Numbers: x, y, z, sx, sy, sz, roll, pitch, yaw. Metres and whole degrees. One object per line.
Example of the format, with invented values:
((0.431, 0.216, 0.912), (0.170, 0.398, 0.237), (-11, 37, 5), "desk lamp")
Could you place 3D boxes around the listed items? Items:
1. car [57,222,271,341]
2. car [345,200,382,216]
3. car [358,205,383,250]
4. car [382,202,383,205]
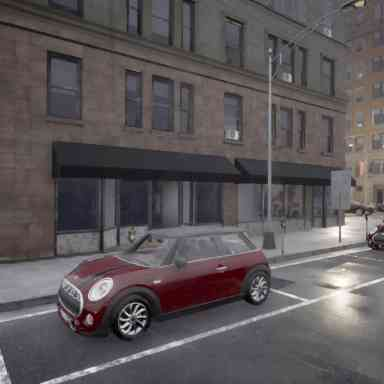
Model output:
((-0.406, 1.441, 6.456), (4.097, 1.590, 1.967), (0, 0, -35), "car")
((14.774, 1.403, 31.720), (1.882, 1.535, 5.008), (1, 0, -37), "car")
((8.555, 1.445, 12.813), (4.097, 1.590, 1.967), (0, 0, -35), "car")
((20.895, 1.532, 34.130), (2.033, 1.411, 5.357), (1, 0, -31), "car")
